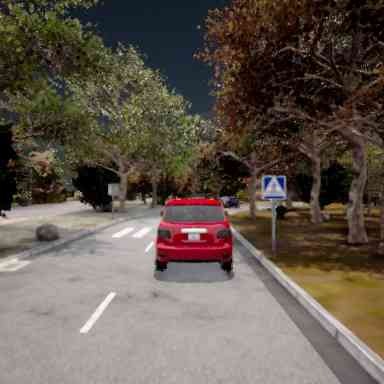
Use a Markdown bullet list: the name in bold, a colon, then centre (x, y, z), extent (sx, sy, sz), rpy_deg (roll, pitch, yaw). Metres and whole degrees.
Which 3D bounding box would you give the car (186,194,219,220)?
- **car**: centre (1.056, 1.245, 29.421), extent (2.150, 2.045, 5.566), rpy_deg (0, 0, 10)

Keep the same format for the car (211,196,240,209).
- **car**: centre (4.877, 1.428, 47.294), extent (2.097, 1.767, 4.553), rpy_deg (-1, 0, 36)

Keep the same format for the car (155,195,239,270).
- **car**: centre (0.070, 1.226, 11.125), extent (2.150, 2.045, 5.566), rpy_deg (0, 0, 0)
